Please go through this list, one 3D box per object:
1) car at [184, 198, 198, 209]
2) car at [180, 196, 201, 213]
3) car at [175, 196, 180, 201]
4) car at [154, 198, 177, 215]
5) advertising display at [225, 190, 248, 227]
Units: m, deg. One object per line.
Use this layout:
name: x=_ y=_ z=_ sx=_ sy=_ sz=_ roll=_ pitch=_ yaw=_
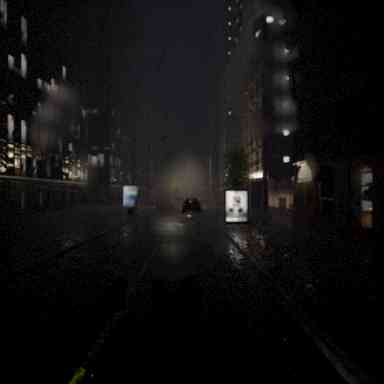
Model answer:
car: x=-0.126 y=1.698 z=49.245 sx=2.033 sy=1.411 sz=5.357 roll=0 pitch=0 yaw=0
car: x=-0.038 y=1.463 z=38.741 sx=2.097 sy=1.767 sz=4.553 roll=0 pitch=0 yaw=0
car: x=-2.945 y=1.635 z=76.686 sx=1.994 sy=1.385 sz=4.181 roll=0 pitch=0 yaw=0
car: x=-2.934 y=1.623 z=35.320 sx=1.812 sy=1.442 sz=4.674 roll=0 pitch=0 yaw=0
advertising display: x=2.954 y=1.074 z=22.151 sx=1.540 sy=2.440 sz=0.280 roll=0 pitch=0 yaw=0
